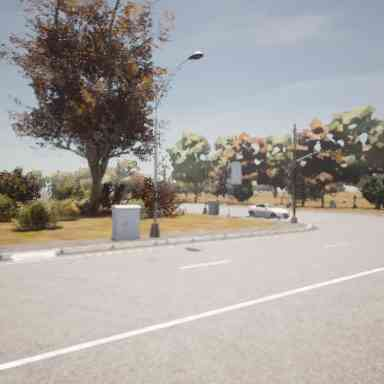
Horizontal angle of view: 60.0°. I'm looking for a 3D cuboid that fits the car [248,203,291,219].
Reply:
[{"bbox_3d":[7.395,1.819,32.342,1.812,1.442,4.674,1,1,-32],"label":"car"}]
